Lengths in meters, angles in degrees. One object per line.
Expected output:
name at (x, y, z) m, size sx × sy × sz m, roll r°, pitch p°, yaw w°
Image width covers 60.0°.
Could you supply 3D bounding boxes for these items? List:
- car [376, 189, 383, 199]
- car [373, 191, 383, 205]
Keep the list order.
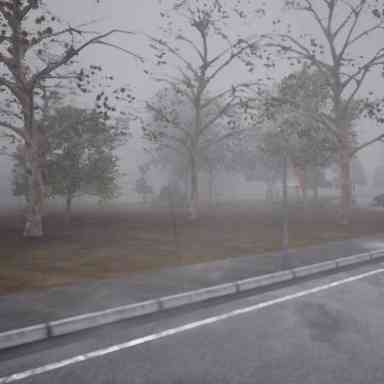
car at (33.474, 0.308, 56.171) m, size 5.008 × 1.535 × 1.882 m, roll -2°, pitch 1°, yaw -29°
car at (22.698, 0.873, 38.380) m, size 2.128 × 1.511 × 4.902 m, roll -1°, pitch 1°, yaw 6°
